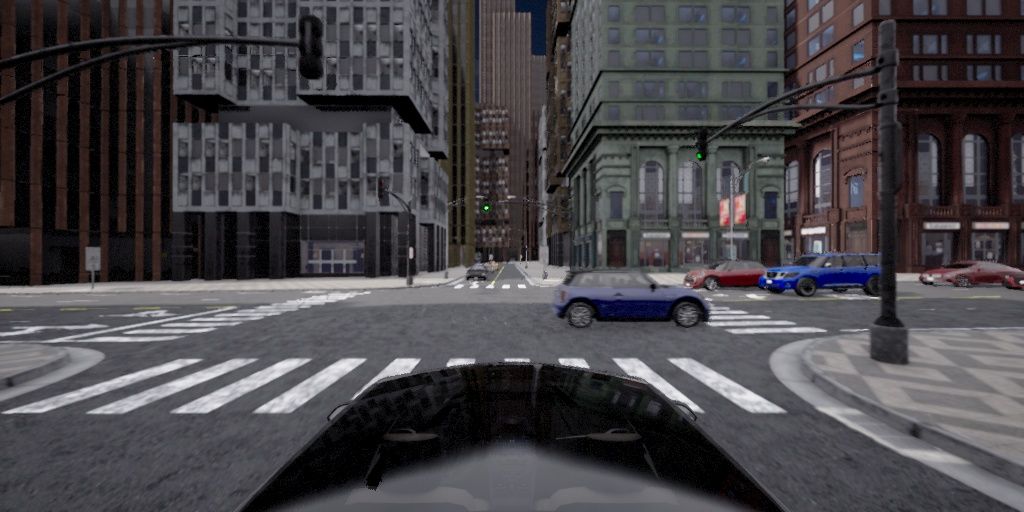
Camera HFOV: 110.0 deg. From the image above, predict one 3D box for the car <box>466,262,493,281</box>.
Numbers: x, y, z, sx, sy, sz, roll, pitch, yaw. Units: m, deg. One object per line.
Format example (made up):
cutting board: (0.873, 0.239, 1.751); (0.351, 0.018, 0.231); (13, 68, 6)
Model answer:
car: (-3.205, 1.564, 34.098); (2.033, 1.411, 5.357); (0, 0, 0)

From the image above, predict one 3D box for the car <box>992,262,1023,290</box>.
car: (27.278, 1.072, 17.728); (4.181, 1.385, 1.994); (-1, 0, 0)

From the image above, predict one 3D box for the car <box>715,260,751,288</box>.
car: (12.519, 1.062, 20.970); (4.553, 1.767, 2.097); (-1, 0, 0)

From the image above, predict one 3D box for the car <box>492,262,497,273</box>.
car: (-3.300, 1.712, 47.097); (1.895, 1.301, 4.718); (0, 0, 0)

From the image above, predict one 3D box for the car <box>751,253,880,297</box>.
car: (15.439, 0.881, 17.708); (5.566, 2.045, 2.150); (-1, 0, -1)

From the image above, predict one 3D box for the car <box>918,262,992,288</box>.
car: (26.793, 1.053, 20.978); (4.674, 1.442, 1.812); (-1, 0, 0)

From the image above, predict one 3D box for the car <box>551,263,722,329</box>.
car: (3.531, 1.175, 11.085); (4.553, 1.767, 2.097); (0, 0, 0)
